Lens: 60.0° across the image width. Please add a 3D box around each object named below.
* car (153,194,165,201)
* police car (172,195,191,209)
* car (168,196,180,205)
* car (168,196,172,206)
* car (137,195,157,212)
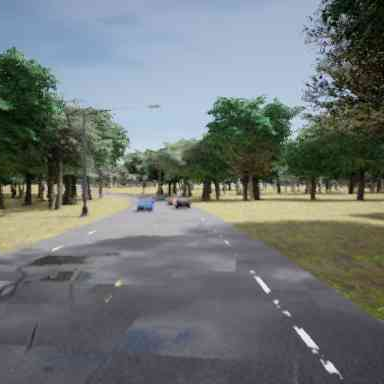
[{"bbox_3d":[-7.454,1.433,78.782,2.033,1.411,5.357,-1,0,-12],"label":"car"},{"bbox_3d":[-1.288,1.397,44.681,1.930,1.638,5.238,0,0,-6],"label":"police car"},{"bbox_3d":[-3.300,1.469,60.555,1.812,1.442,4.674,-1,0,-8],"label":"car"},{"bbox_3d":[-2.467,1.308,54.541,2.097,1.767,4.553,-1,0,-7],"label":"car"},{"bbox_3d":[-5.376,1.491,38.952,1.882,1.535,5.008,0,0,-5],"label":"car"}]
